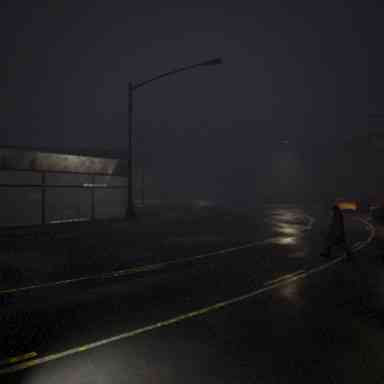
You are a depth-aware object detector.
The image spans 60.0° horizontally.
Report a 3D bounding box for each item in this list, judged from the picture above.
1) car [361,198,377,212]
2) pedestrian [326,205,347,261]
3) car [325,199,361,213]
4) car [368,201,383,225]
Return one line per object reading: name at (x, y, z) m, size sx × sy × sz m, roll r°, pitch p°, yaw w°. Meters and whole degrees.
car at (20.162, 1.491, 38.798) m, size 2.128 × 1.511 × 4.902 m, roll 0°, pitch 0°, yaw -3°
pedestrian at (4.791, 1.294, 11.033) m, size 0.375 × 1.860 × 0.375 m, roll 0°, pitch 0°, yaw 40°
car at (16.485, 1.478, 37.200) m, size 1.882 × 1.535 × 5.008 m, roll 0°, pitch 0°, yaw 2°
car at (14.290, 1.600, 23.980) m, size 1.895 × 1.301 × 4.718 m, roll 0°, pitch 0°, yaw 21°
